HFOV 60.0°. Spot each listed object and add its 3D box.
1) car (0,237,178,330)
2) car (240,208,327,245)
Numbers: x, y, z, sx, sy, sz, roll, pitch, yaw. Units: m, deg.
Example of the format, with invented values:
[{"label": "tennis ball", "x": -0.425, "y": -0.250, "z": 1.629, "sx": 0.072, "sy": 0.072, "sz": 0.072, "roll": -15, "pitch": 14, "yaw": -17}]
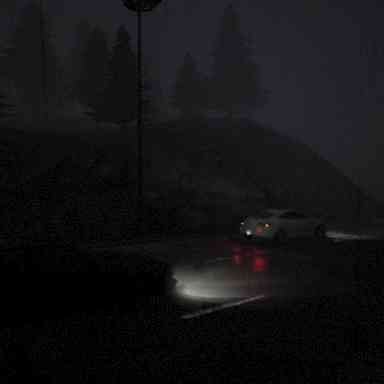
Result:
[{"label": "car", "x": -2.909, "y": 1.544, "z": 5.972, "sx": 5.357, "sy": 1.411, "sz": 2.033, "roll": 0, "pitch": 0, "yaw": -36}, {"label": "car", "x": 4.277, "y": 1.486, "z": 15.402, "sx": 4.674, "sy": 1.442, "sz": 1.812, "roll": 0, "pitch": 0, "yaw": -36}]
